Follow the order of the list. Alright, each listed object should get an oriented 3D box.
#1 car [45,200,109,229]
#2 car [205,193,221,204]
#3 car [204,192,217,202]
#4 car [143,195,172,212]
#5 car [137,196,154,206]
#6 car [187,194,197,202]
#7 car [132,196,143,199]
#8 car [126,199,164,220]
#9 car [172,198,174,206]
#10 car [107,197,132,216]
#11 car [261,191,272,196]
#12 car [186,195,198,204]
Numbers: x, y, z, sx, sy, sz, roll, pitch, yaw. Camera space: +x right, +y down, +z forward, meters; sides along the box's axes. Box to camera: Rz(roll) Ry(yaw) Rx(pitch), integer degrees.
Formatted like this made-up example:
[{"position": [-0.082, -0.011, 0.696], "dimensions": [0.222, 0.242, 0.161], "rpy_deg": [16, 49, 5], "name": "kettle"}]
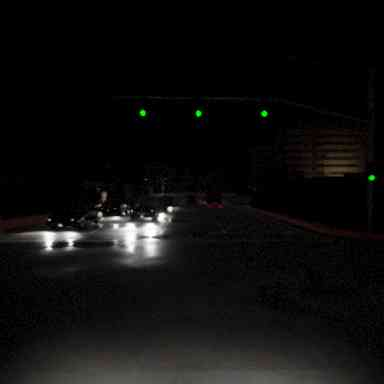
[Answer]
[{"position": [-7.144, 1.420, 20.877], "dimensions": [2.033, 1.411, 5.357], "rpy_deg": [0, 0, 2], "name": "car"}, {"position": [3.494, 1.027, 53.216], "dimensions": [2.097, 1.767, 4.553], "rpy_deg": [0, 0, 0], "name": "car"}, {"position": [3.493, 0.967, 63.172], "dimensions": [2.097, 1.767, 4.553], "rpy_deg": [0, 0, 0], "name": "car"}, {"position": [-3.588, 1.275, 35.441], "dimensions": [2.128, 1.511, 4.902], "rpy_deg": [0, 0, 0], "name": "car"}, {"position": [-7.006, 1.258, 50.238], "dimensions": [1.994, 1.385, 4.181], "rpy_deg": [0, 0, 0], "name": "car"}, {"position": [-0.007, 1.179, 63.201], "dimensions": [1.994, 1.385, 4.181], "rpy_deg": [0, 0, 0], "name": "car"}, {"position": [-7.068, 1.302, 40.319], "dimensions": [2.033, 1.411, 5.357], "rpy_deg": [0, 0, 0], "name": "car"}, {"position": [-3.602, 1.441, 26.125], "dimensions": [1.895, 1.301, 4.718], "rpy_deg": [0, 0, 0], "name": "car"}, {"position": [-3.526, 1.228, 45.487], "dimensions": [1.837, 1.490, 4.892], "rpy_deg": [0, 0, 0], "name": "car"}, {"position": [-7.096, 1.319, 30.519], "dimensions": [1.837, 1.490, 4.892], "rpy_deg": [0, 0, 0], "name": "car"}, {"position": [17.780, 0.709, 73.200], "dimensions": [3.866, 1.878, 1.905], "rpy_deg": [0, 0, -2], "name": "car"}, {"position": [-0.006, 1.225, 52.927], "dimensions": [2.033, 1.411, 5.357], "rpy_deg": [0, 0, 0], "name": "car"}]
